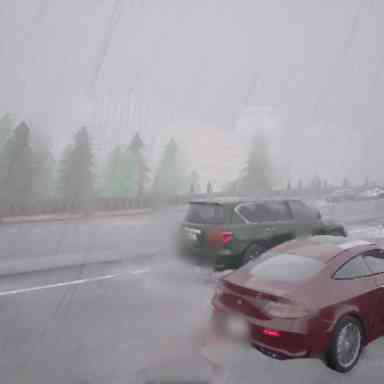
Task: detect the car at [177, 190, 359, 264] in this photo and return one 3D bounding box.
[{"bbox_3d":[2.207,1.123,9.642,5.566,2.045,2.150,-2,1,-35],"label":"car"}]

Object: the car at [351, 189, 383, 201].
[{"bbox_3d":[18.921,0.449,34.663,4.674,1.442,1.812,-3,1,-35],"label":"car"}]

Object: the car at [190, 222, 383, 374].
[{"bbox_3d":[2.450,1.475,5.532,4.674,1.442,1.812,-1,1,-35],"label":"car"}]
